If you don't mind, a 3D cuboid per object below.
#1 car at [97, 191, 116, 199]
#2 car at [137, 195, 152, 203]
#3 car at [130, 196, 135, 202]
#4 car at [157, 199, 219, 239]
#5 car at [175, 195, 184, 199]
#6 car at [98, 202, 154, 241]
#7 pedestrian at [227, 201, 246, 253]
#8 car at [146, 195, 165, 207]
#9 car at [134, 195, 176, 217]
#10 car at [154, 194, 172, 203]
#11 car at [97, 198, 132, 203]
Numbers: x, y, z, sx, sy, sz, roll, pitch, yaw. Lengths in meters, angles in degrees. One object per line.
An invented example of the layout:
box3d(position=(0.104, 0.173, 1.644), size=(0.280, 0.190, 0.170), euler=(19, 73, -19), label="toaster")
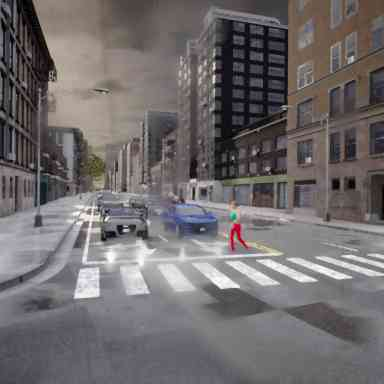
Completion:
box3d(position=(-8.448, 1.035, 33.660), size=(2.097, 1.767, 4.553), euler=(1, 0, -16), label="car")
box3d(position=(-8.122, 1.168, 56.326), size=(1.895, 1.301, 4.718), euler=(1, 0, -16), label="car")
box3d(position=(-5.893, 1.204, 36.529), size=(1.837, 1.490, 4.892), euler=(1, 0, -16), label="car")
box3d(position=(-0.220, 1.337, 16.797), size=(1.882, 1.535, 5.008), euler=(1, 0, -16), label="car")
box3d(position=(-2.166, 1.212, 47.536), size=(1.812, 1.442, 4.674), euler=(1, 0, -15), label="car")
box3d(position=(-3.260, 1.393, 15.599), size=(1.994, 1.385, 4.181), euler=(1, 0, -16), label="car")
box3d(position=(1.527, 1.195, 11.695), size=(0.375, 1.860, 0.375), euler=(1, 0, -16), label="pedestrian")
box3d(position=(-5.200, 1.161, 46.365), size=(1.837, 1.490, 4.892), euler=(1, 0, -16), label="car")
box3d(position=(-3.062, 1.272, 26.658), size=(2.128, 1.511, 4.902), euler=(1, 0, -16), label="car")
box3d(position=(-4.991, 1.147, 57.196), size=(2.033, 1.411, 5.357), euler=(1, 0, -16), label="car")
box3d(position=(-5.684, 1.363, 24.022), size=(1.895, 1.301, 4.718), euler=(1, 0, -16), label="car")
